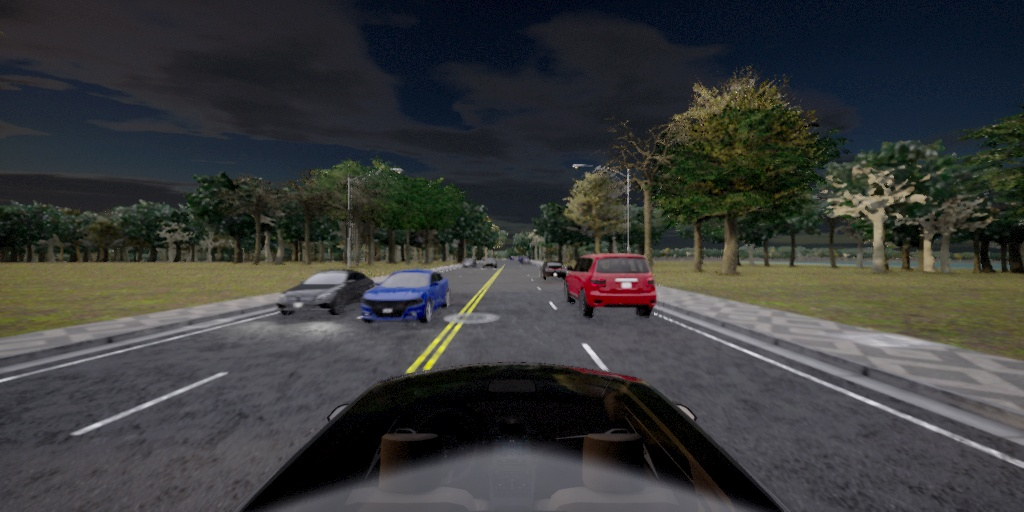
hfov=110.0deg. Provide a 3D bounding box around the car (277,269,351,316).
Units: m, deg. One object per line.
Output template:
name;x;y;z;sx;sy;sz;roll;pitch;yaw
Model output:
car;-6.613;1.244;13.420;1.812;1.442;4.674;0;0;0

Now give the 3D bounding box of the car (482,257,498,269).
car;-3.315;0.988;54.238;2.097;1.767;4.553;0;0;0

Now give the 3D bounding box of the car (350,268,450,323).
car;-3.352;1.199;12.155;1.882;1.535;5.008;0;0;0

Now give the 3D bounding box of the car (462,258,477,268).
car;-6.568;1.125;55.606;2.128;1.511;4.902;0;0;0

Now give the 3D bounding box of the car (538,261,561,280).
car;3.347;1.182;30.070;1.837;1.490;4.892;0;0;0

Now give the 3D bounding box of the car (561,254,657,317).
car;3.349;0.940;13.159;2.150;2.045;5.566;0;0;0
